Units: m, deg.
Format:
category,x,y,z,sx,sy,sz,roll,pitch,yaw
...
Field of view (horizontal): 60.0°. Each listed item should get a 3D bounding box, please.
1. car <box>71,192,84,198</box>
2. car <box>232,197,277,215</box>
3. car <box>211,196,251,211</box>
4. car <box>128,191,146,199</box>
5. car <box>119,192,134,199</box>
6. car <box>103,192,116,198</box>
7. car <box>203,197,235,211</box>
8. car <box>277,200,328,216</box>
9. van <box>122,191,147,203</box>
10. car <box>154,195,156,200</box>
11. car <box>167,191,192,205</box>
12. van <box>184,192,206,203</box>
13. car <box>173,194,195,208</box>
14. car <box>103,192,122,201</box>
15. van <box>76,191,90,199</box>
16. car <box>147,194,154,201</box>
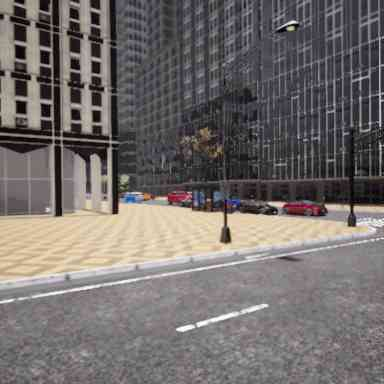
category,x,y,z,sx,sy,sz,roll,pitch,yaw
car,-28.856,0.736,83.675,1.967,1.590,4.097,0,1,-34
car,6.304,1.453,31.982,1.947,1.339,4.313,0,1,-34
car,4.490,1.258,39.447,1.882,1.535,5.008,-1,1,-34
car,-12.318,0.650,74.321,2.192,1.841,5.009,0,1,-34
car,-15.524,0.721,79.015,1.967,1.590,4.097,0,1,-34
car,-21.936,0.722,88.402,2.008,1.369,4.403,0,1,-34
car,3.112,1.416,36.687,1.802,1.307,4.206,0,1,-34
car,10.392,1.441,30.804,1.994,1.385,4.181,-1,1,-34
van,-9.619,0.964,55.517,1.690,1.788,3.998,0,1,-34
car,-9.112,0.972,69.632,1.802,1.307,4.206,0,1,-34
car,-1.511,0.904,48.241,2.150,2.045,5.566,-1,1,-34
van,0.506,0.893,55.549,1.690,1.788,3.998,0,1,-34
car,-0.046,1.347,41.412,1.947,1.339,4.313,0,1,-34
car,-16.032,1.065,64.905,2.008,1.369,4.403,0,1,-34
van,-25.650,0.691,78.982,1.690,1.788,3.998,0,1,-34
car,-10.113,0.925,66.489,1.882,1.535,5.008,-1,1,-34
